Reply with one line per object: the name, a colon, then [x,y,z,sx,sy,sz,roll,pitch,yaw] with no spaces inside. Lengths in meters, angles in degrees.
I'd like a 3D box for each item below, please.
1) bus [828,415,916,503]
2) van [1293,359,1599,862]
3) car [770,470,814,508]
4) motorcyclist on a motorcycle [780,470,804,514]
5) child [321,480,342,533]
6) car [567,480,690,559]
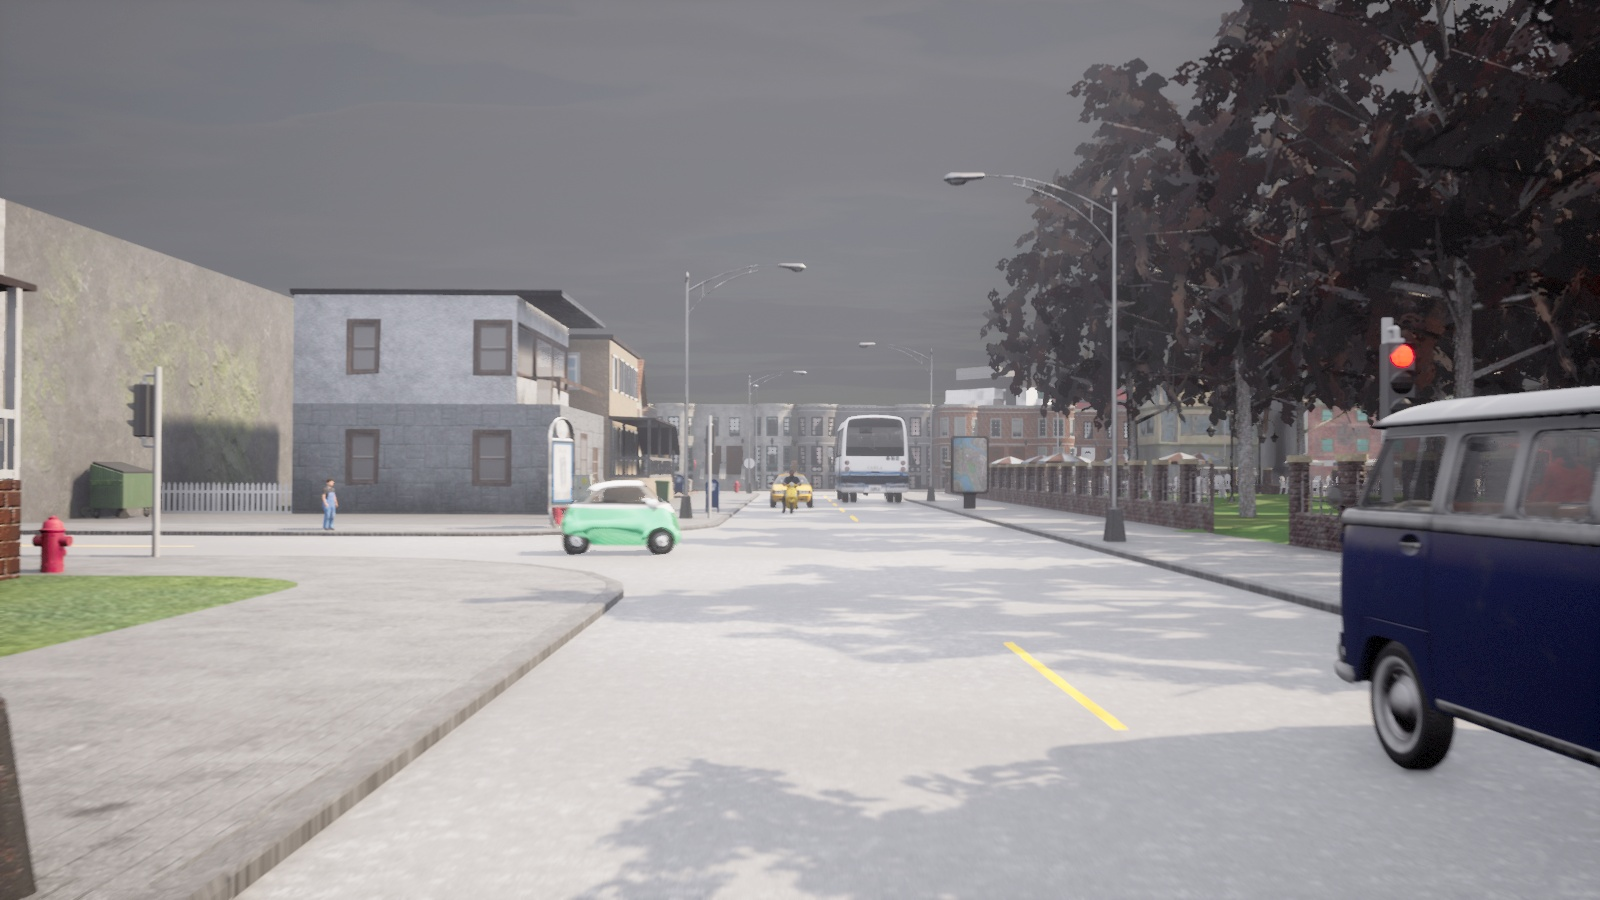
bus: [3.585,0.508,65.805,3.944,4.253,10.273,0,-1,0]
van: [4.023,0.642,5.534,1.775,1.987,4.442,0,-1,-2]
car: [-0.341,1.655,54.645,1.801,1.575,5.366,0,-1,0]
motorcyclist on a motorcycle: [-0.285,1.531,46.268,0.866,1.590,1.817,0,-1,0]
child: [-11.223,1.344,30.070,0.437,1.263,0.270,-1,-1,33]
car: [-3.247,1.271,23.602,2.207,1.376,1.481,0,0,-11]
